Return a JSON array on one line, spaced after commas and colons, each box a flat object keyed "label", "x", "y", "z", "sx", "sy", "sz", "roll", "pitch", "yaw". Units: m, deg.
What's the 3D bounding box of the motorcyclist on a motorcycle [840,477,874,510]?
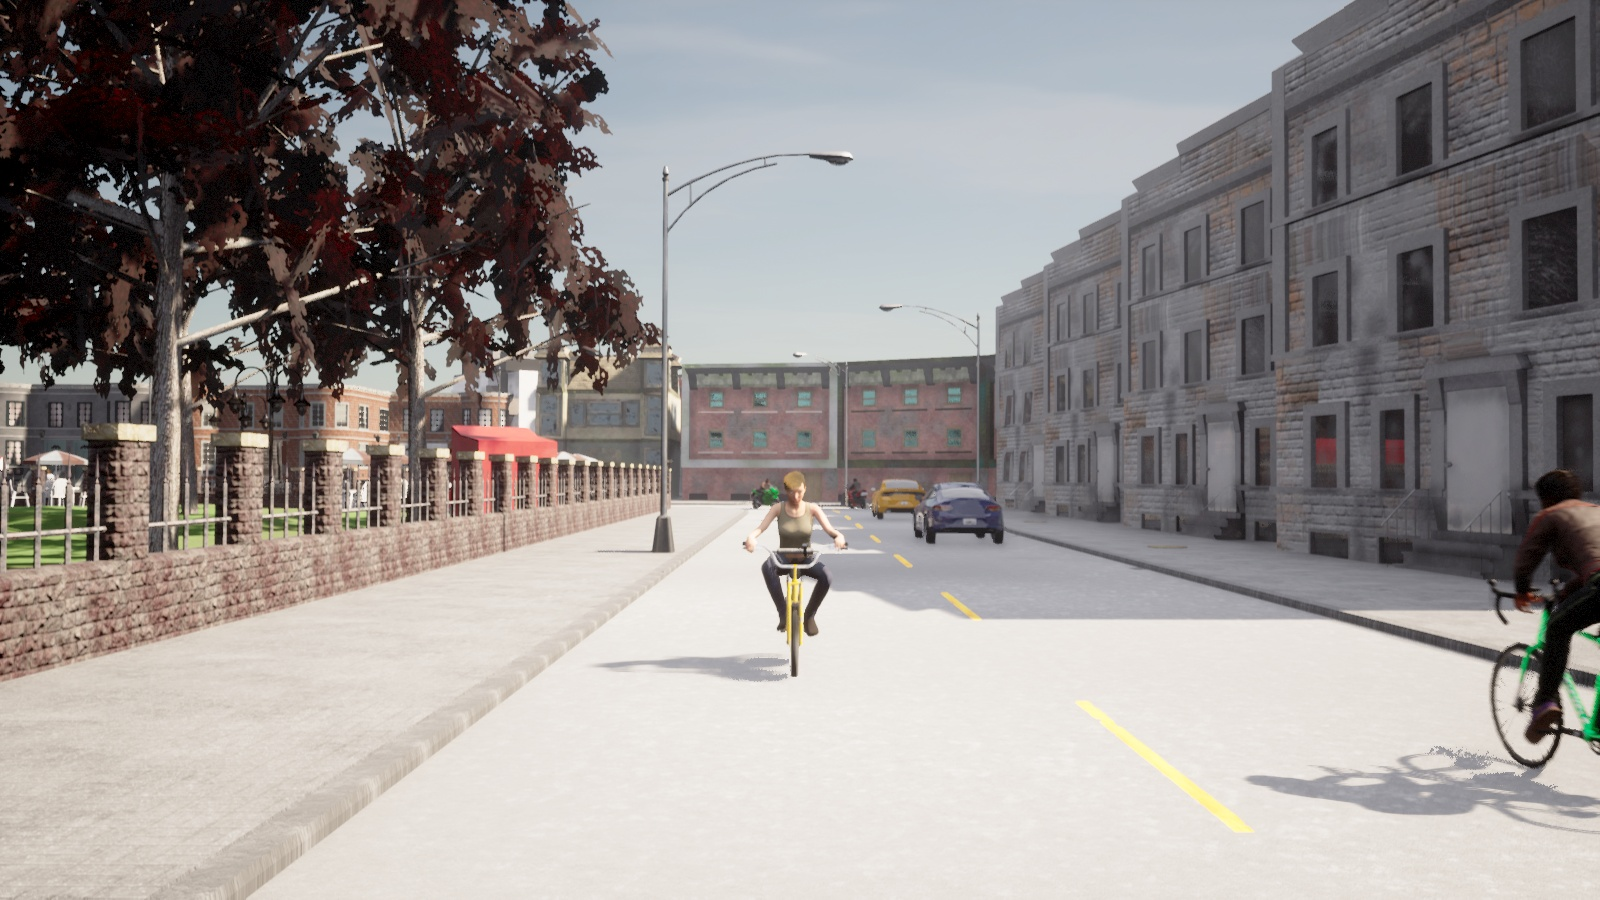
[{"label": "motorcyclist on a motorcycle", "x": 2.727, "y": 2.066, "z": 60.428, "sx": 0.797, "sy": 1.523, "sz": 2.044, "roll": -2, "pitch": -1, "yaw": -21}]

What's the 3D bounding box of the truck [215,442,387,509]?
[{"label": "truck", "x": -26.304, "y": 1.344, "z": 66.469, "sx": 7.936, "sy": 3.462, "sz": 2.891, "roll": 0, "pitch": -1, "yaw": 0}]

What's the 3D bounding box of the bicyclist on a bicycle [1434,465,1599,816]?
[{"label": "bicyclist on a bicycle", "x": 3.982, "y": 0.894, "z": 6.445, "sx": 0.582, "sy": 1.620, "sz": 1.656, "roll": 0, "pitch": -2, "yaw": 0}]

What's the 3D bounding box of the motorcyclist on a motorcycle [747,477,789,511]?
[{"label": "motorcyclist on a motorcycle", "x": -1.534, "y": 2.066, "z": 59.615, "sx": 0.797, "sy": 1.523, "sz": 2.044, "roll": -3, "pitch": 1, "yaw": -42}]

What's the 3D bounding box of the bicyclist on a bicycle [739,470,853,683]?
[{"label": "bicyclist on a bicycle", "x": -0.034, "y": 0.975, "z": 10.293, "sx": 0.866, "sy": 1.612, "sz": 1.509, "roll": 0, "pitch": -1, "yaw": 0}]

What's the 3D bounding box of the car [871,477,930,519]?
[{"label": "car", "x": 3.818, "y": 1.805, "z": 48.485, "sx": 1.882, "sy": 1.535, "sz": 5.008, "roll": 0, "pitch": -1, "yaw": 0}]

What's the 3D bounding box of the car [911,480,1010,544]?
[{"label": "car", "x": 3.888, "y": 1.487, "z": 31.111, "sx": 1.812, "sy": 1.442, "sz": 4.674, "roll": 0, "pitch": -1, "yaw": 0}]
